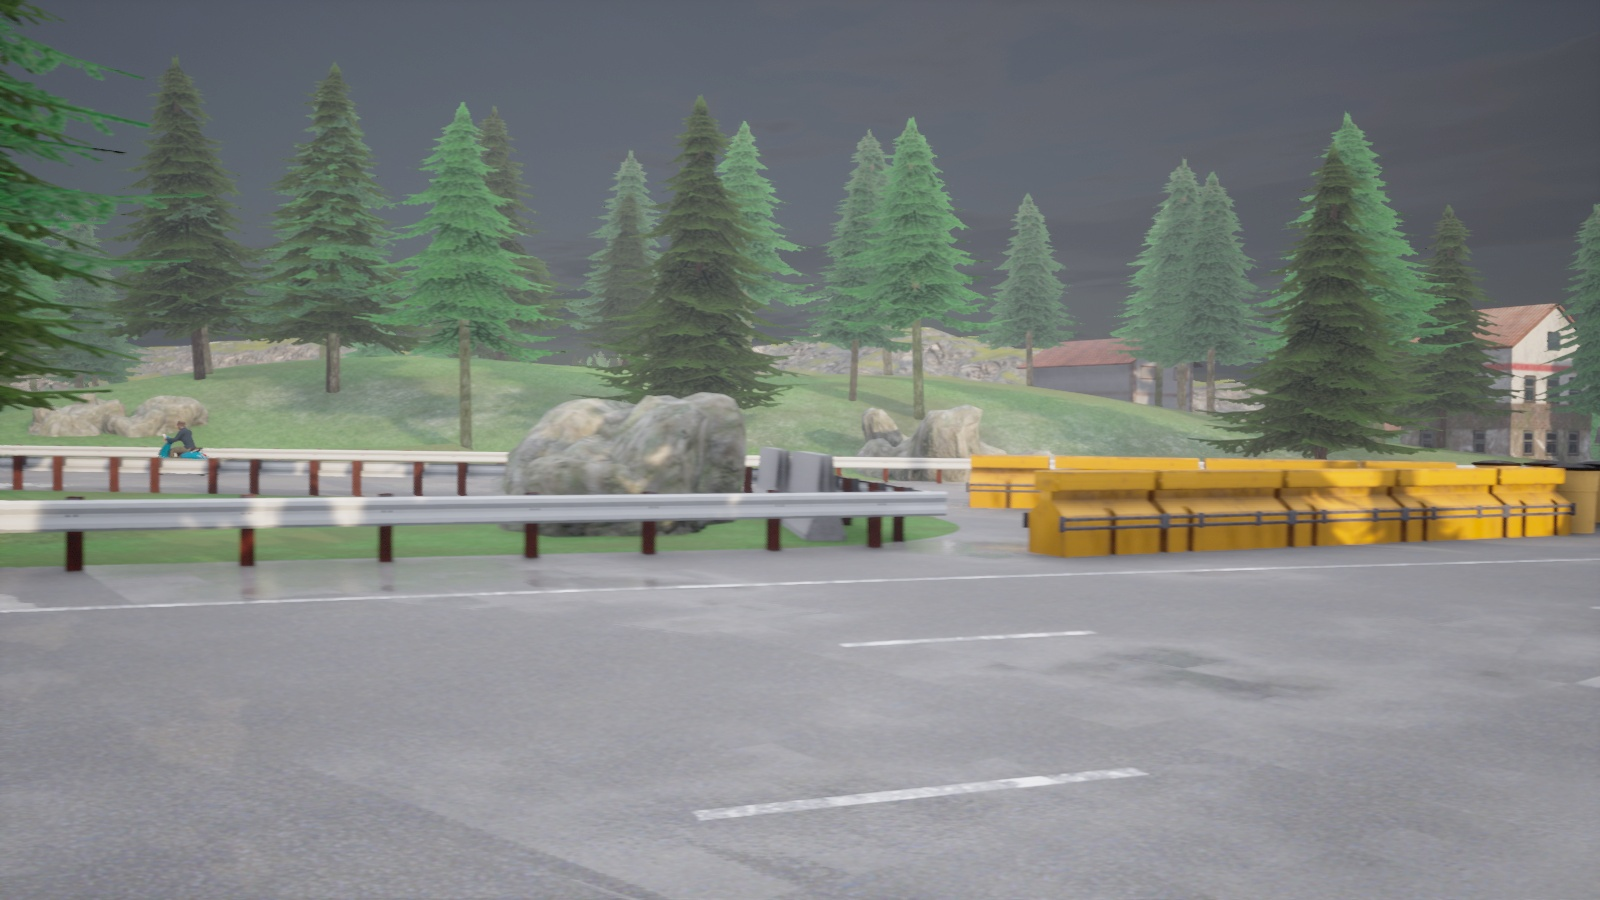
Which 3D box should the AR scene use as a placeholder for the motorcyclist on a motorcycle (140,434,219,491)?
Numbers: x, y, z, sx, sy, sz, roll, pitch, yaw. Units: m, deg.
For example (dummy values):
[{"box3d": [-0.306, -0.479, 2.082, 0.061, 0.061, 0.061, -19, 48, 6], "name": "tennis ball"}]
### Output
[{"box3d": [-17.745, 0.348, 35.945, 1.817, 1.590, 0.866, -1, 1, 8], "name": "motorcyclist on a motorcycle"}]
